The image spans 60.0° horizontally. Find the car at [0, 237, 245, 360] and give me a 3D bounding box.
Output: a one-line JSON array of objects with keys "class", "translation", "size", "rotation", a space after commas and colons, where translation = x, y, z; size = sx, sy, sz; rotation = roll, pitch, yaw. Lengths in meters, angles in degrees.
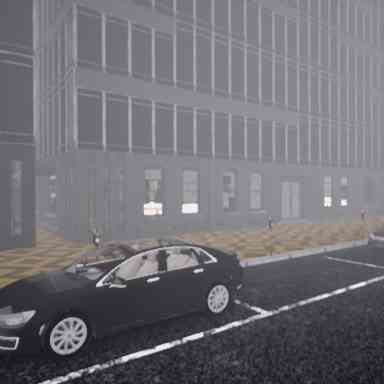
[{"class": "car", "translation": [-1.016, 1.540, 5.830], "size": [4.403, 1.369, 2.008], "rotation": [0, 0, -35]}]

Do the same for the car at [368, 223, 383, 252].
[{"class": "car", "translation": [8.269, 1.522, 12.416], "size": [4.206, 1.307, 1.802], "rotation": [0, 0, -35]}]
